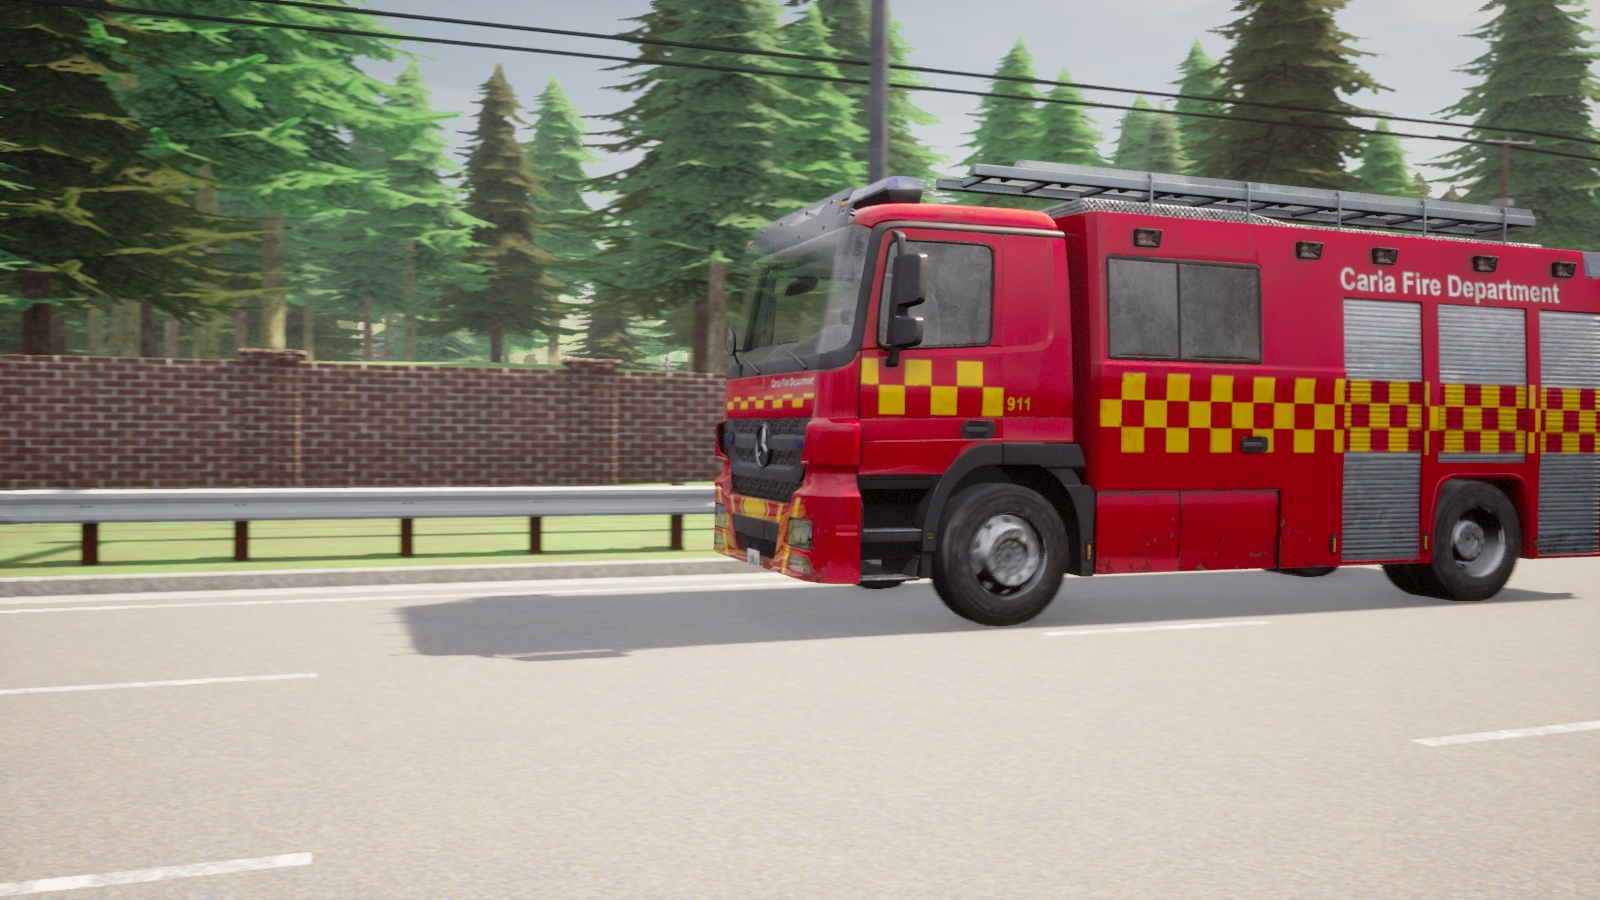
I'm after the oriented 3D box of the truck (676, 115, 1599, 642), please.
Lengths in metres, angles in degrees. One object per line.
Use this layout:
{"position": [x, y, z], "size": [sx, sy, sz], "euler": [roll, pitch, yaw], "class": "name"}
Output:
{"position": [3.329, -0.598, 11.976], "size": [8.468, 3.827, 2.891], "euler": [-1, 1, -21], "class": "truck"}
